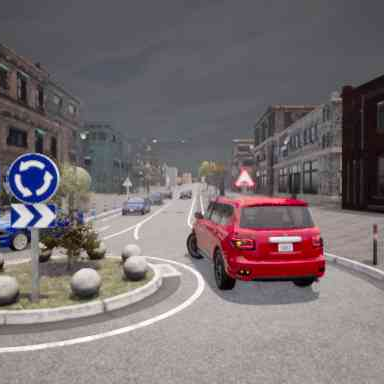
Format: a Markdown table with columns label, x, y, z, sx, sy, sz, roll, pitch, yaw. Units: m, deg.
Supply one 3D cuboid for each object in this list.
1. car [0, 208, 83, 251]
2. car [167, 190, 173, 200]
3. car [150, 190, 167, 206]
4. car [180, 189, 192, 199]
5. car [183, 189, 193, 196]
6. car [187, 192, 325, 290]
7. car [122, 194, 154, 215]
| label | x | y | z | sx | sy | sz | roll | pitch | yaw |
| --- | --- | --- | --- | --- | --- | --- | --- | --- | --- |
| car | -6.548 | 1.341 | 13.749 | 1.882 | 1.535 | 5.008 | 0 | 1 | 17 |
| car | -4.181 | 0.378 | 54.082 | 1.882 | 1.535 | 5.008 | 0 | 1 | 2 |
| car | -4.478 | 0.827 | 40.370 | 1.837 | 1.490 | 4.892 | 0 | 2 | 1 |
| car | -1.008 | 0.403 | 56.157 | 2.033 | 1.411 | 5.357 | 0 | 1 | 2 |
| car | -0.824 | 0.119 | 70.434 | 1.812 | 1.442 | 4.674 | 0 | 1 | 1 |
| car | 1.397 | 1.139 | 9.103 | 2.150 | 2.045 | 5.566 | 0 | 1 | -9 |
| car | -4.734 | 1.155 | 28.722 | 1.812 | 1.442 | 4.674 | 0 | 1 | 1 |
